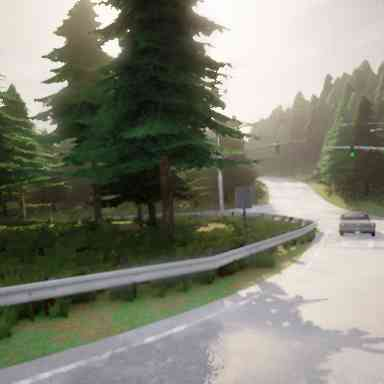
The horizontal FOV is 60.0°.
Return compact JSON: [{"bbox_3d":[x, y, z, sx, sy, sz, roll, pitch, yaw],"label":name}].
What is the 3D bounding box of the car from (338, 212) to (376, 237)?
[{"bbox_3d":[9.875,1.901,20.077,1.895,1.301,4.718,-2,-2,24],"label":"car"}]
